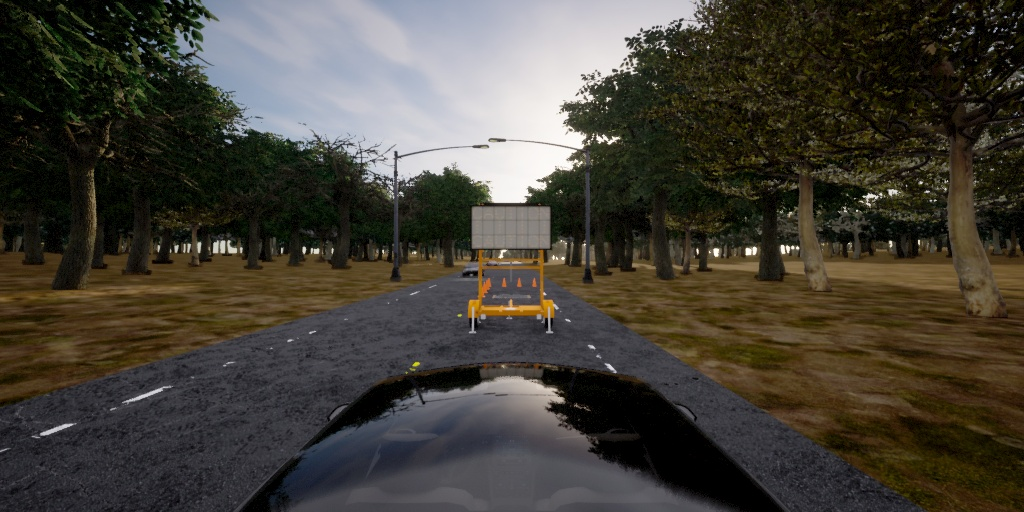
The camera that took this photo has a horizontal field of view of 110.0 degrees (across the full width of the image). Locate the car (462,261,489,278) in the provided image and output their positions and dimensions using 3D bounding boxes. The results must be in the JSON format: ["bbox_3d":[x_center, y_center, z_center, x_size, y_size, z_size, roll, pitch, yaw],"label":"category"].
[{"bbox_3d":[-3.644,1.341,34.771,2.033,1.411,5.357,0,0,0],"label":"car"}]

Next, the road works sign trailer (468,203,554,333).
[{"bbox_3d":[-0.027,0.223,10.723,2.380,3.560,2.880,0,0,0],"label":"road works sign trailer"}]

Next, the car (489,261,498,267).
[{"bbox_3d":[-3.582,1.368,64.027,1.812,1.442,4.674,0,0,0],"label":"car"}]
